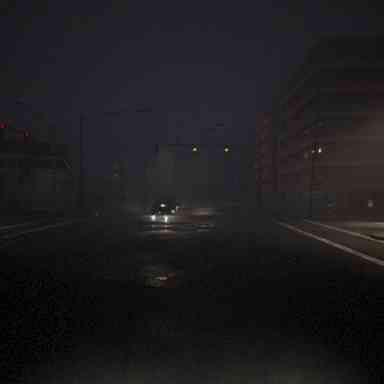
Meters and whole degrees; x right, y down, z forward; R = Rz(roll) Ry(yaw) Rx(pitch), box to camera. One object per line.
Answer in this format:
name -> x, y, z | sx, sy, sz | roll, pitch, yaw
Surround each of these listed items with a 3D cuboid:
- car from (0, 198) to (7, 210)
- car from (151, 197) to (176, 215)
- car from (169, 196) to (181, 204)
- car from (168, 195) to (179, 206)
car -> -24.020, 1.455, 38.975 | 3.806, 1.475, 1.970 | 0, 0, 1
car -> -3.121, 1.547, 34.789 | 2.033, 1.411, 5.357 | 0, 0, 0
car -> -3.294, 1.546, 64.716 | 2.033, 1.411, 5.357 | 0, 0, 0
car -> -3.186, 1.477, 44.366 | 1.882, 1.535, 5.008 | 0, 0, 0
